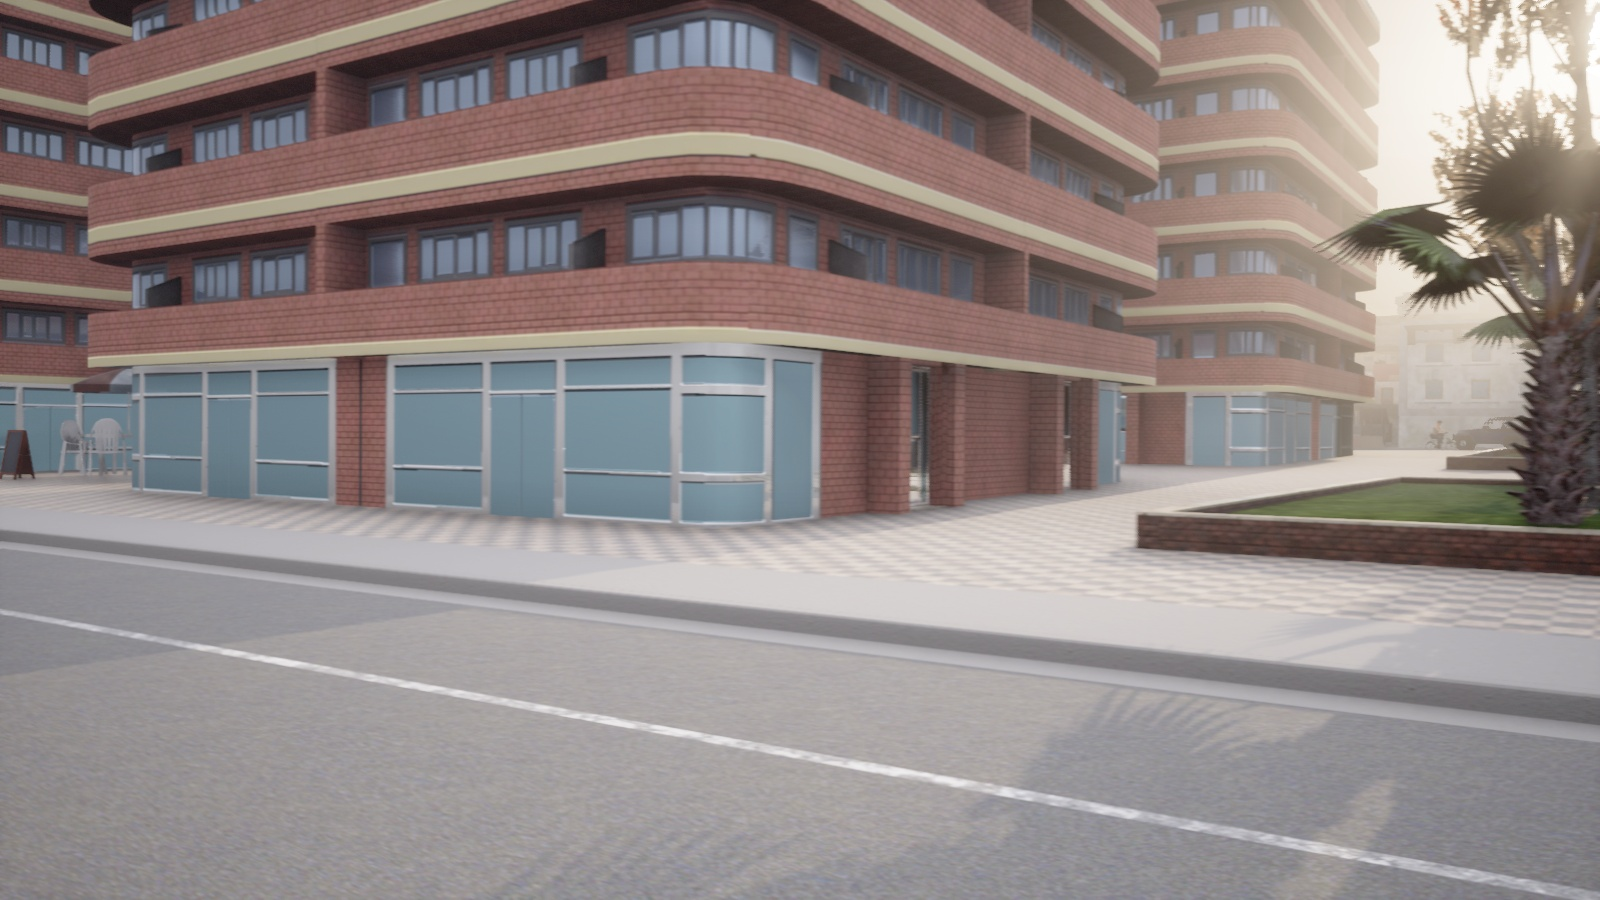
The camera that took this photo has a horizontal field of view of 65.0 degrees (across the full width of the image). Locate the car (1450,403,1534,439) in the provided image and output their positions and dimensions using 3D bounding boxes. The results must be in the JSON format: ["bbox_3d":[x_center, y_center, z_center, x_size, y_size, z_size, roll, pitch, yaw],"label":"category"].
[{"bbox_3d":[37.660,-1.554,68.358,3.866,1.878,1.905,-1,1,34],"label":"car"}]
